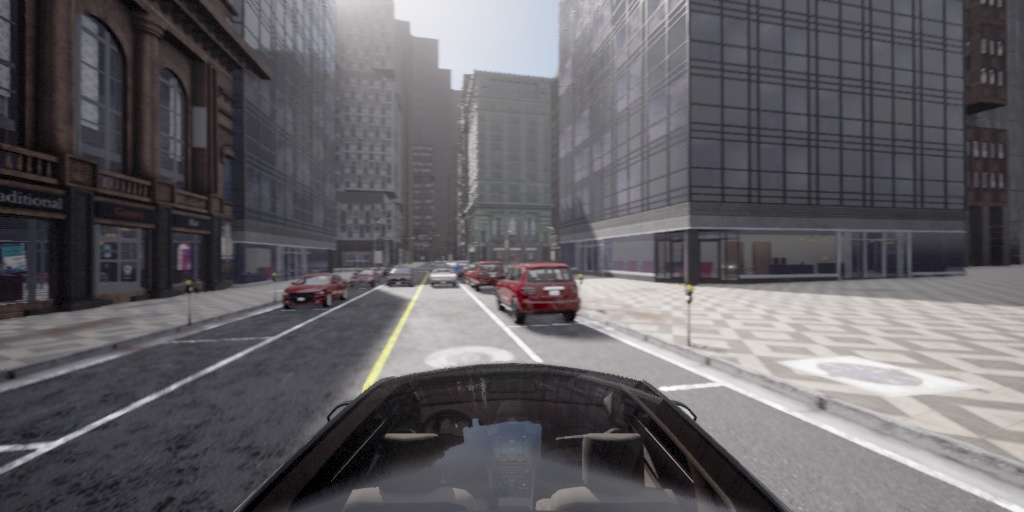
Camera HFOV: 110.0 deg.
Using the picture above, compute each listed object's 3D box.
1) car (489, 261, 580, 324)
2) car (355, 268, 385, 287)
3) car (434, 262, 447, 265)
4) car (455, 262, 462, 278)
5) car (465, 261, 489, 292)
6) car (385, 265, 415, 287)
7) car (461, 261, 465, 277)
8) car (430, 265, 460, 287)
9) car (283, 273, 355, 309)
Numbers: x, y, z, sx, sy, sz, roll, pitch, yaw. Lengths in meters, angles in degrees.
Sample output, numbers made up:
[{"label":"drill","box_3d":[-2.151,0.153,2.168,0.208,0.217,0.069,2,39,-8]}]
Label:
[{"label":"car","box_3d":[0.726,1.163,12.573,2.192,1.841,5.009,0,0,-12]},{"label":"car","box_3d":[-11.128,1.628,27.381,1.802,1.307,4.207,0,0,-12]},{"label":"car","box_3d":[-7.940,1.485,40.014,2.097,1.767,4.553,0,-1,-12]},{"label":"car","box_3d":[-5.131,1.703,40.203,1.802,1.307,4.207,0,0,-12]},{"label":"car","box_3d":[-1.617,1.276,23.624,2.192,1.841,5.009,0,0,-12]},{"label":"car","box_3d":[-8.648,1.587,28.286,2.033,1.411,5.357,0,-1,-11]},{"label":"car","box_3d":[-2.789,1.456,29.150,1.967,1.591,4.097,0,0,-12]},{"label":"car","box_3d":[-5.383,1.621,28.011,1.895,1.301,4.718,0,-1,-12]},{"label":"car","box_3d":[-8.785,1.480,16.328,1.888,1.381,4.507,0,0,-12]}]
